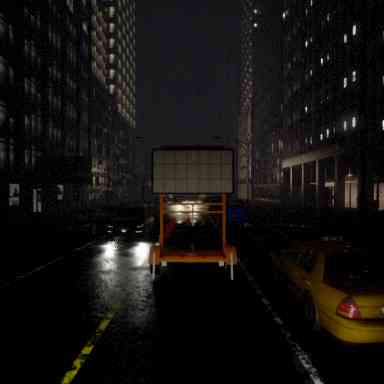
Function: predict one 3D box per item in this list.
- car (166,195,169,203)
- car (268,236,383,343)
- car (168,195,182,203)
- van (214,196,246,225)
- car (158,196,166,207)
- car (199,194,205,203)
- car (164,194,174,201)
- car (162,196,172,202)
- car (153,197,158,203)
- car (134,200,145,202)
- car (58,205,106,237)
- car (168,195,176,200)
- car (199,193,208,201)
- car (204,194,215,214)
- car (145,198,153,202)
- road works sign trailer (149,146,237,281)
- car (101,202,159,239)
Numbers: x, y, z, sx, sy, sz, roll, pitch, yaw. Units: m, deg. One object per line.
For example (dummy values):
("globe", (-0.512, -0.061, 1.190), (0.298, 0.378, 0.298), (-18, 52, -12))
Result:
("car", (-5.567, 1.536, 63.284), (2.008, 1.369, 4.403), (-1, 0, 0))
("car", (2.696, 1.524, 6.600), (1.752, 1.417, 4.829), (-1, 0, 0))
("car", (-2.871, 1.490, 62.099), (1.837, 1.490, 4.892), (0, 0, 0))
("van", (2.729, 1.336, 23.481), (1.690, 1.788, 3.998), (-1, 0, 0))
("car", (-5.591, 1.539, 51.917), (2.008, 1.369, 4.403), (-1, 0, 0))
("car", (2.814, 1.536, 63.267), (2.008, 1.369, 4.403), (-1, 0, 0))
("car", (-5.532, 1.420, 80.335), (1.967, 1.590, 4.097), (-1, 0, 0))
("car", (-5.543, 1.564, 74.651), (1.802, 1.307, 4.206), (-1, 0, 0))
("car", (-5.614, 1.573, 40.550), (1.802, 1.307, 4.206), (-1, 0, 0))
("car", (-5.637, 1.538, 29.183), (1.887, 1.381, 4.507), (-1, 0, 0))
("car", (-5.661, 1.547, 17.815), (2.008, 1.369, 4.403), (-1, 0, 0))
("car", (-5.508, 1.502, 91.533), (1.752, 1.417, 4.829), (-1, 0, 0))
("car", (2.858, 1.293, 86.002), (2.192, 1.841, 5.009), (-1, 0, 0))
("car", (2.752, 1.307, 34.849), (2.192, 1.841, 5.009), (-1, 0, 0))
("car", (-5.626, 1.543, 34.866), (2.008, 1.369, 4.403), (-1, 0, 0))
("road works sign trailer", (0.025, 0.462, 9.840), (2.380, 3.560, 2.880), (0, 0, 0))
("car", (-3.067, 1.501, 17.408), (1.837, 1.490, 4.892), (0, 0, 0))
